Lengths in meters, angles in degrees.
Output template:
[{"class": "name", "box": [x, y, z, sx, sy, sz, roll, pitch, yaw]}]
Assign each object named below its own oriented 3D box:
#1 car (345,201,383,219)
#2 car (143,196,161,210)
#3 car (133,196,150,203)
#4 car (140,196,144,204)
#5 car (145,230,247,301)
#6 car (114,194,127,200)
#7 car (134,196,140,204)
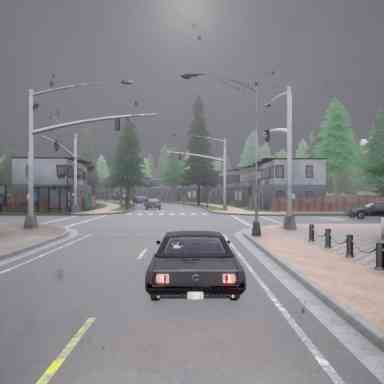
[{"class": "car", "box": [15.416, 1.510, 28.006, 4.674, 1.442, 1.812, 0, 0, 1]}, {"class": "car", "box": [-4.929, 1.491, 42.409, 1.812, 1.442, 4.674, 0, 0, -6]}, {"class": "car", "box": [-10.935, 1.505, 71.886, 1.994, 1.385, 4.181, 0, 0, -36]}, {"class": "car", "box": [-6.448, 1.513, 51.979, 2.033, 1.411, 5.357, 0, 0, -14]}, {"class": "car", "box": [0.036, 1.601, 8.285, 1.895, 1.301, 4.718, 0, 0, -1]}, {"class": "car", "box": [-16.935, 1.322, 79.949, 4.674, 1.442, 1.812, 0, 0, 45]}, {"class": "car", "box": [-9.661, 1.470, 61.431, 1.837, 1.490, 4.892, 0, 0, -23]}]
